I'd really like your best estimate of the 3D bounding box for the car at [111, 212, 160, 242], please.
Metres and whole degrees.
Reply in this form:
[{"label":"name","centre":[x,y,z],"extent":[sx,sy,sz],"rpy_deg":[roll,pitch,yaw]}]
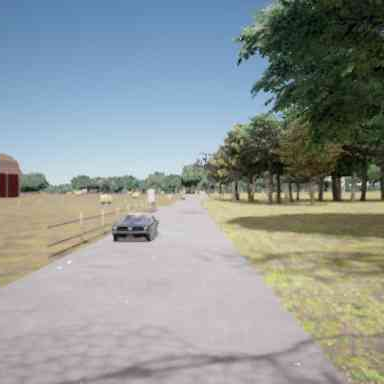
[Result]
[{"label":"car","centre":[-2.855,1.777,17.558],"extent":[1.895,1.301,4.718],"rpy_deg":[0,-1,0]}]
